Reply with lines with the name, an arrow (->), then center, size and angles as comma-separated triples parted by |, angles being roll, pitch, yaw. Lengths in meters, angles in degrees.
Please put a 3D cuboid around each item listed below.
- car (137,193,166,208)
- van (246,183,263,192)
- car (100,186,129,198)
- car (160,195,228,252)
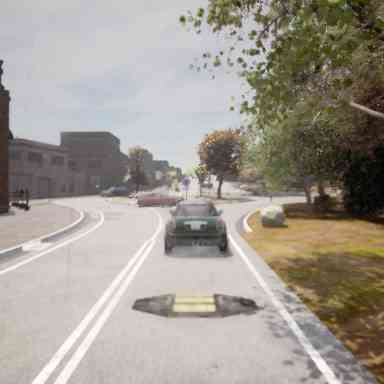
car -> -3.040, 0.777, 31.489 | 4.181, 1.385, 1.994 | -2, -1, 10
van -> 18.126, -0.923, 92.810 | 4.442, 1.987, 1.878 | 0, 3, 1
car -> -11.965, -0.047, 51.389 | 2.097, 1.767, 4.553 | 0, 1, 37
car -> 0.156, 1.077, 12.719 | 2.097, 1.767, 4.553 | 0, 1, 1
